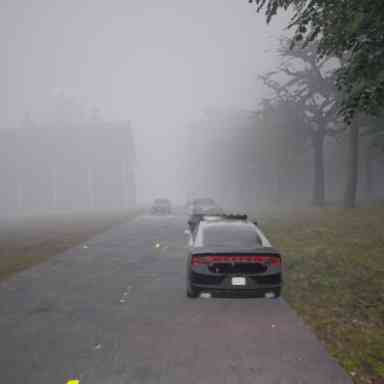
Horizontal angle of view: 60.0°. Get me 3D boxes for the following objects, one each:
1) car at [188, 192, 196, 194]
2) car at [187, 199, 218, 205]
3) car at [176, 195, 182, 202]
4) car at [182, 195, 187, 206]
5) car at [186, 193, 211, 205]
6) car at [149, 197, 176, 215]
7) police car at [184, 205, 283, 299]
[{"bbox_3d":[0.004,1.072,62.379,2.150,2.045,5.566,0,0,0],"label":"car"},{"bbox_3d":[0.826,1.351,18.353,1.882,1.535,5.008,0,0,0],"label":"car"},{"bbox_3d":[-2.744,1.442,71.895,2.128,1.511,4.902,0,-1,0],"label":"car"},{"bbox_3d":[0.027,1.378,45.477,2.033,1.411,5.357,0,0,0],"label":"car"},{"bbox_3d":[0.825,1.207,24.325,2.097,1.767,4.553,0,0,0],"label":"car"},{"bbox_3d":[-2.845,1.350,31.634,1.837,1.490,4.892,0,0,0],"label":"car"},{"bbox_3d":[0.825,1.353,8.460,1.930,1.638,5.238,0,0,0],"label":"police car"}]
